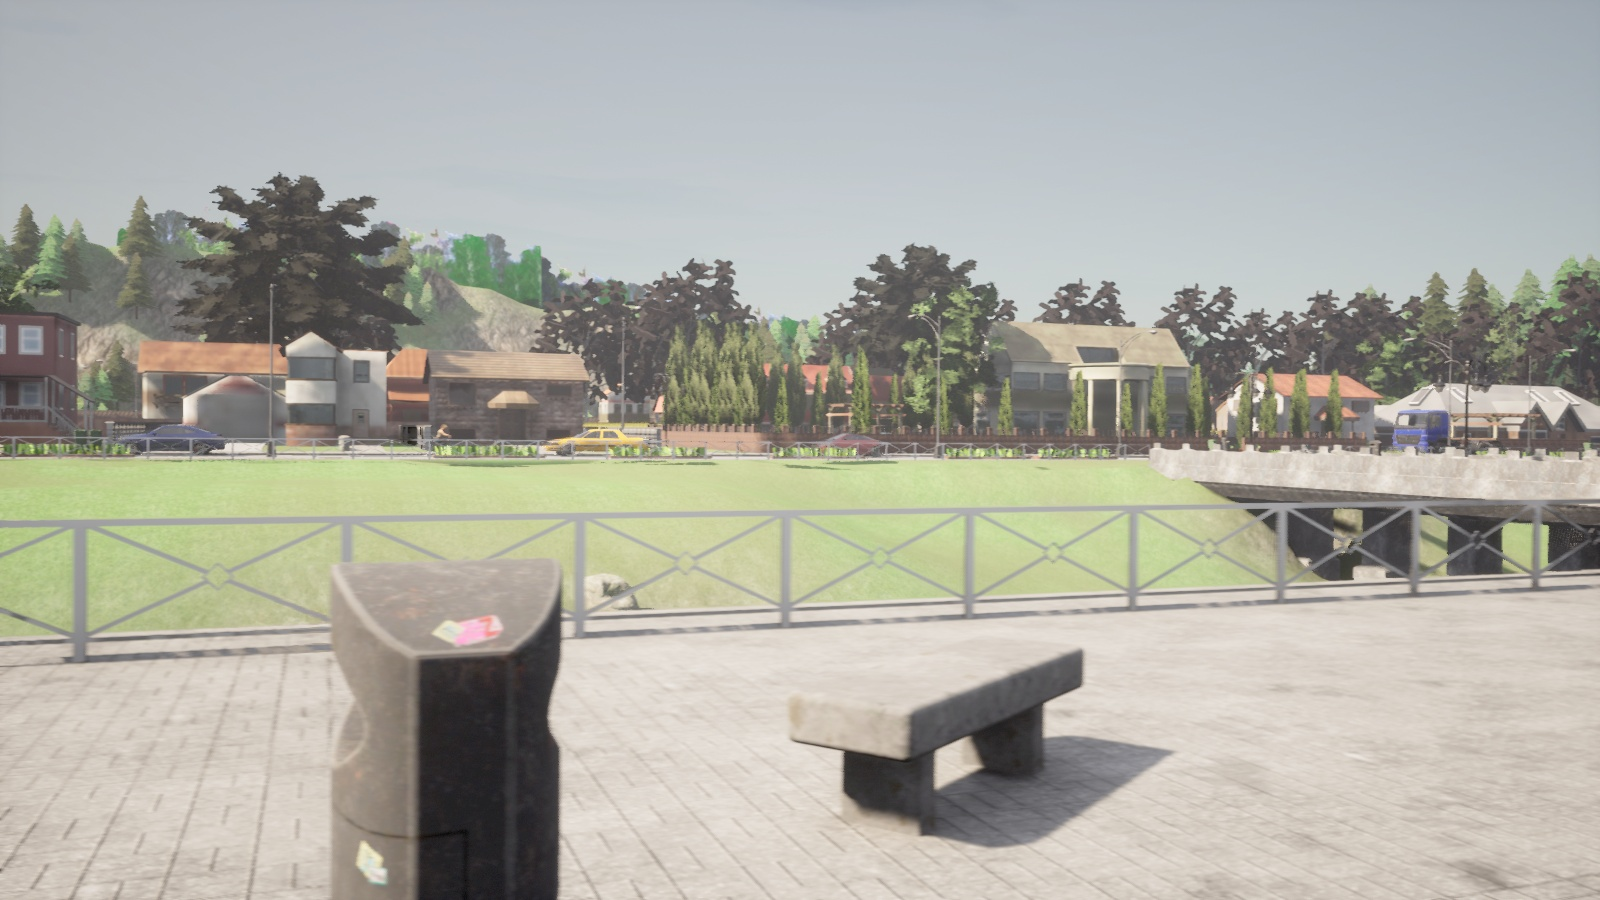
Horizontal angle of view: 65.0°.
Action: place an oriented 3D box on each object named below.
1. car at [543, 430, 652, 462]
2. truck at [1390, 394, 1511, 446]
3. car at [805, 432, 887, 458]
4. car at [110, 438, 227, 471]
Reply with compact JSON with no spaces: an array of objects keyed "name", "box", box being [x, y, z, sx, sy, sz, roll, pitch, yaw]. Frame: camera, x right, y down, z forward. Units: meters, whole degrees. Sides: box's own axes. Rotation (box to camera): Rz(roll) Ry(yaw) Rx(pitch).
[{"name":"car","box":[-10.578,-0.218,65.745,5.366,1.575,1.801,-1,1,-21]},{"name":"truck","box":[44.983,-2.084,86.819,7.936,3.462,2.891,-1,1,-21]},{"name":"car","box":[2.581,-0.317,70.739,4.181,1.385,1.994,-1,1,-21]},{"name":"car","box":[-29.398,0.188,58.605,4.674,1.442,1.812,-1,1,-21]}]
